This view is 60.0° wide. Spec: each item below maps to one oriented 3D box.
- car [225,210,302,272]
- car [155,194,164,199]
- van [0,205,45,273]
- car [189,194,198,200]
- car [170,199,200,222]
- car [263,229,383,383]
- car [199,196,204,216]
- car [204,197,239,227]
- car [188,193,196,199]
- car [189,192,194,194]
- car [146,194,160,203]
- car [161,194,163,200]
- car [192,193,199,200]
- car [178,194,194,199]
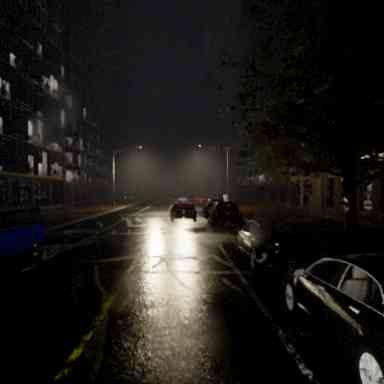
[{"bbox_3d":[2.412,1.489,10.334,2.008,1.369,4.403,0,0,-2],"label":"car"},{"bbox_3d":[-8.231,1.120,84.051,1.947,1.339,4.313,0,0,-2],"label":"car"},{"bbox_3d":[-5.965,1.325,10.080,1.690,1.788,3.998,0,0,-2],"label":"van"},{"bbox_3d":[0.320,1.112,78.610,1.947,1.339,4.313,0,0,-2],"label":"car"},{"bbox_3d":[-0.637,1.478,24.988,1.895,1.301,4.718,0,0,-2],"label":"car"},{"bbox_3d":[2.587,1.516,4.644,2.008,1.369,4.403,0,0,-2],"label":"car"},{"bbox_3d":[1.889,1.291,27.402,1.967,1.590,4.097,0,0,-2],"label":"car"},{"bbox_3d":[2.063,1.321,21.713,1.967,1.590,4.097,0,0,-2],"label":"car"},{"bbox_3d":[-0.028,1.036,89.988,1.947,1.339,4.313,0,0,-2],"label":"car"},{"bbox_3d":[0.669,1.186,67.231,1.947,1.339,4.313,0,0,-2],"label":"car"},{"bbox_3d":[-7.533,1.246,61.291,1.887,1.381,4.507,0,0,-2],"label":"car"},{"bbox_3d":[-8.057,1.137,78.361,1.887,1.381,4.507,0,0,-2],"label":"car"},{"bbox_3d":[1.192,1.270,50.162,1.887,1.381,4.507,0,0,-2],"label":"car"},{"bbox_3d":[-1.172,1.347,42.508,1.994,1.385,4.181,0,0,-2],"label":"car"}]
